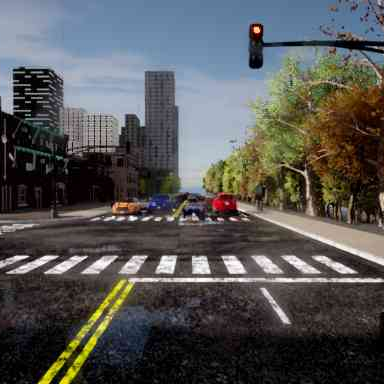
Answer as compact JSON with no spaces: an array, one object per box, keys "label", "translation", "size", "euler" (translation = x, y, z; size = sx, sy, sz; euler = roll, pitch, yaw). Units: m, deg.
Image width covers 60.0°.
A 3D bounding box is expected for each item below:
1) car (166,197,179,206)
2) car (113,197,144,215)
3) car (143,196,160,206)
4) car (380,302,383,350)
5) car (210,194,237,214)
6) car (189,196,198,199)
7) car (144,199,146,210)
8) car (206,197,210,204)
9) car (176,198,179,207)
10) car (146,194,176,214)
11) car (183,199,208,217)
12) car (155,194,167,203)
[{"label":"car","translation":[-3.216,1.581,54.917],"size":[1.895,1.301,4.718],"euler":[0,0,0]},{"label":"car","translation":[-6.550,1.342,33.736],"size":[2.097,1.767,4.553],"euler":[0,0,1]},{"label":"car","translation":[-6.466,1.473,54.117],"size":[2.128,1.511,4.902],"euler":[0,0,0]},{"label":"car","translation":[3.357,1.491,2.396],"size":[2.128,1.511,4.902],"euler":[0,0,0]},{"label":"car","translation":[3.426,1.210,34.978],"size":[2.150,2.045,5.566],"euler":[0,0,0]},{"label":"car","translation":[0.138,1.523,65.057],"size":[2.033,1.411,5.357],"euler":[0,0,0]},{"label":"car","translation":[-6.492,1.586,42.722],"size":[1.895,1.301,4.718],"euler":[0,0,0]},{"label":"car","translation":[3.478,1.542,59.208],"size":[1.994,1.385,4.181],"euler":[0,0,0]},{"label":"car","translation":[-3.232,1.336,45.576],"size":[2.097,1.767,4.553],"euler":[0,0,0]},{"label":"car","translation":[-3.261,1.210,35.885],"size":[2.150,2.045,5.566],"euler":[0,0,0]},{"label":"car","translation":[0.166,1.592,30.395],"size":[1.895,1.301,4.718],"euler":[0,0,0]},{"label":"car","translation":[-6.348,1.379,68.906],"size":[2.097,1.767,4.553],"euler":[0,0,0]}]
